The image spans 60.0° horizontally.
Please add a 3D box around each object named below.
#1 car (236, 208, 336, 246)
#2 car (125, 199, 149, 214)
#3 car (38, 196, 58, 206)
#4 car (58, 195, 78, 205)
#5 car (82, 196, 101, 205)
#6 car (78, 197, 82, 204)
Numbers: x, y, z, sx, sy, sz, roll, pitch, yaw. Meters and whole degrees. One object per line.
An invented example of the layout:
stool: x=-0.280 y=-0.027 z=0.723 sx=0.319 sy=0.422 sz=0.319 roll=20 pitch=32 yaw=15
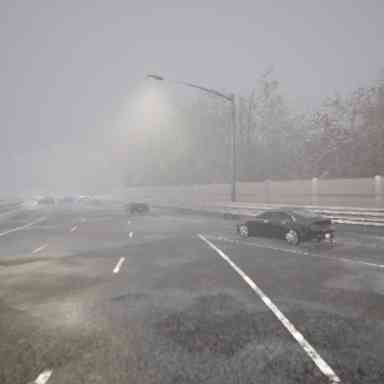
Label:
car: x=4.055 y=1.506 z=15.221 sx=1.837 sy=1.490 sz=4.892 roll=-1 pitch=0 yaw=-33
car: x=-5.977 y=1.519 z=35.725 sx=1.882 sy=1.535 sz=5.008 roll=0 pitch=0 yaw=-20
car: x=-27.054 y=1.527 z=61.687 sx=2.097 sy=1.767 sz=4.553 roll=0 pitch=0 yaw=-38
car: x=-24.219 y=1.436 z=63.740 sx=2.097 sy=1.767 sz=4.553 roll=0 pitch=0 yaw=-38
car: x=-18.085 y=1.678 z=60.986 sx=1.812 sy=1.442 sz=4.674 roll=0 pitch=0 yaw=-34
car: x=-21.048 y=1.575 z=65.427 sx=2.033 sy=1.411 sz=5.357 roll=0 pitch=0 yaw=-38
